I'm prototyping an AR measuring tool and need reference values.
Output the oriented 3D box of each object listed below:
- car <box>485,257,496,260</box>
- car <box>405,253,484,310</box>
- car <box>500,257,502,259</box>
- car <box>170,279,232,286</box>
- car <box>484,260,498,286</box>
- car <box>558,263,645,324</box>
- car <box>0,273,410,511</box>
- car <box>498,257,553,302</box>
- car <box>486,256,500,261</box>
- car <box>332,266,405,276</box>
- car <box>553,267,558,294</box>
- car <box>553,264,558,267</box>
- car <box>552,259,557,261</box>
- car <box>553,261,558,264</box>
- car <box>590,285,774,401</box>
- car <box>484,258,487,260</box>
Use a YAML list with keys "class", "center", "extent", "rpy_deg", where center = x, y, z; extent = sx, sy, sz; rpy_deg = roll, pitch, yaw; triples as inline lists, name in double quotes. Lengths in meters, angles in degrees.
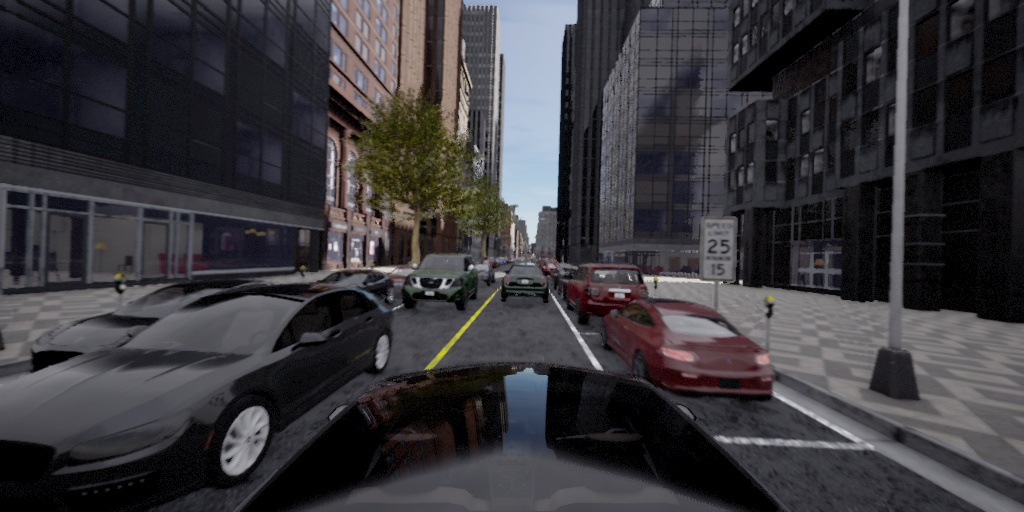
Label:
- class: "car"
  center: [-3.872, 1.216, 51.905]
  extent: [1.888, 1.381, 4.507]
  rpy_deg: [0, 0, 2]
- class: "car"
  center: [-2.658, 0.888, 14.628]
  extent: [2.150, 2.045, 5.566]
  rpy_deg: [2, 0, 1]
- class: "car"
  center: [-3.397, 1.271, 63.175]
  extent: [1.948, 1.339, 4.313]
  rpy_deg: [0, 0, 2]
- class: "car"
  center: [-5.772, 1.135, 6.831]
  extent: [1.948, 1.339, 4.313]
  rpy_deg: [0, 0, 2]
- class: "car"
  center: [-2.219, 1.211, 24.976]
  extent: [1.812, 1.442, 4.674]
  rpy_deg: [2, 0, 2]
- class: "car"
  center: [2.979, 1.156, 12.104]
  extent: [2.192, 1.841, 5.009]
  rpy_deg: [0, 0, 2]
- class: "car"
  center: [-3.084, 1.158, 4.588]
  extent: [1.837, 1.490, 4.892]
  rpy_deg: [2, 0, 3]
- class: "car"
  center: [0.655, 1.123, 17.432]
  extent: [2.097, 1.767, 4.553]
  rpy_deg: [2, 0, 3]
- class: "car"
  center: [-3.634, 1.003, 57.540]
  extent: [2.192, 1.841, 5.009]
  rpy_deg: [0, 0, 2]
- class: "car"
  center: [-5.534, 1.142, 12.466]
  extent: [1.948, 1.339, 4.313]
  rpy_deg: [0, 0, 2]
- class: "car"
  center: [3.217, 1.417, 17.736]
  extent: [1.948, 1.339, 4.313]
  rpy_deg: [0, 0, 2]
- class: "car"
  center: [3.454, 1.427, 23.369]
  extent: [1.948, 1.339, 4.313]
  rpy_deg: [0, 0, 2]
- class: "car"
  center: [4.167, 1.218, 40.271]
  extent: [2.192, 1.841, 5.009]
  rpy_deg: [0, 0, 2]
- class: "car"
  center: [3.929, 1.433, 34.637]
  extent: [1.888, 1.381, 4.507]
  rpy_deg: [0, 0, 2]
- class: "car"
  center: [2.741, 1.417, 6.469]
  extent: [1.802, 1.307, 4.207]
  rpy_deg: [0, 0, 2]
- class: "car"
  center: [-4.347, 1.204, 40.637]
  extent: [1.948, 1.339, 4.313]
  rpy_deg: [0, 0, 2]
